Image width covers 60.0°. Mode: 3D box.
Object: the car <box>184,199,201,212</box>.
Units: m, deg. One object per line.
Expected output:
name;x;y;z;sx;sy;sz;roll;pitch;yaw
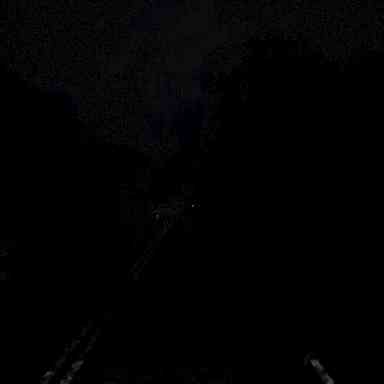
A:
car;0.094;1.568;38.622;2.033;1.411;5.357;0;0;0

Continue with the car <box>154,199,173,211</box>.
car;-3.346;1.586;40.074;1.994;1.385;4.181;0;0;0
